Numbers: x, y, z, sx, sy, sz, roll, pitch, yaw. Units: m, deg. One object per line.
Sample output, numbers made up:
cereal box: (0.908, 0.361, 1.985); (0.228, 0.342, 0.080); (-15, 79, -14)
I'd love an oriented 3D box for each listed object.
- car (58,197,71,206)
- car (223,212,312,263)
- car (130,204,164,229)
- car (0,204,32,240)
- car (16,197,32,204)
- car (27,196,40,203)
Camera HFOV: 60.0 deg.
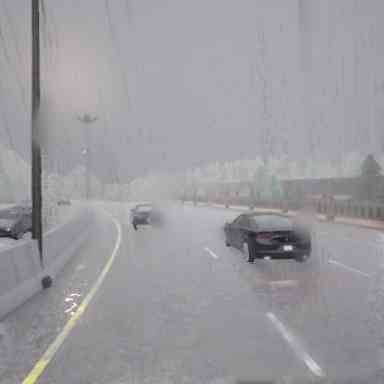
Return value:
car: (-21.338, 1.502, 55.549); (1.812, 1.442, 4.674); (0, 0, -18)
car: (2.438, 1.447, 11.971); (1.882, 1.535, 5.008); (0, 0, -7)
car: (-2.960, 1.492, 21.459); (1.812, 1.442, 4.674); (0, 0, -13)
car: (-9.219, 1.546, 16.910); (2.033, 1.411, 5.357); (0, 0, -12)
car: (-20.032, 1.551, 40.395); (2.033, 1.411, 5.357); (0, 0, -18)
car: (-33.879, 1.685, 71.257); (1.994, 1.385, 4.181); (0, -2, -18)
